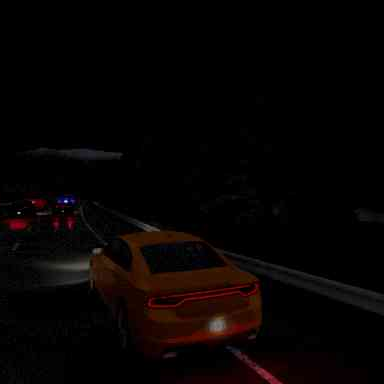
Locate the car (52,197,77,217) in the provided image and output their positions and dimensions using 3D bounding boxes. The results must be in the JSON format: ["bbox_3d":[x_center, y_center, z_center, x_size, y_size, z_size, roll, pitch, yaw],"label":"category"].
[{"bbox_3d":[-12.119,1.491,31.495,2.128,1.511,4.902,0,0,-19],"label":"car"}]

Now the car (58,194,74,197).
[{"bbox_3d":[-15.588,1.221,41.381,2.150,2.045,5.566,0,0,-19],"label":"car"}]

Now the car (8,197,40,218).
[{"bbox_3d":[-15.288,1.505,30.091,1.837,1.490,4.892,0,0,-20],"label":"car"}]

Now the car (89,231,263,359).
[{"bbox_3d":[-0.725,1.478,6.312,1.882,1.535,5.008,0,0,-25],"label":"car"}]

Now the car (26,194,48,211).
[{"bbox_3d":[-18.747,1.221,39.973,2.150,2.045,5.566,0,0,-19],"label":"car"}]
